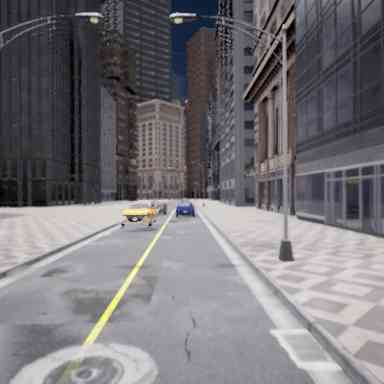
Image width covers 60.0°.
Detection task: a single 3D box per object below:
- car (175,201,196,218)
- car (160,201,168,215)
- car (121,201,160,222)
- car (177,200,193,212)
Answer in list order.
[{"bbox_3d":[-0.657,1.697,33.404,1.882,1.535,5.008,0,0,-1],"label":"car"},{"bbox_3d":[-3.762,1.760,37.464,2.128,1.511,4.902,0,0,-1],"label":"car"},{"bbox_3d":[-3.441,1.361,22.268,1.882,1.535,5.008,0,0,-1],"label":"car"},{"bbox_3d":[-0.908,1.865,44.857,1.994,1.385,4.181,0,0,0],"label":"car"}]
